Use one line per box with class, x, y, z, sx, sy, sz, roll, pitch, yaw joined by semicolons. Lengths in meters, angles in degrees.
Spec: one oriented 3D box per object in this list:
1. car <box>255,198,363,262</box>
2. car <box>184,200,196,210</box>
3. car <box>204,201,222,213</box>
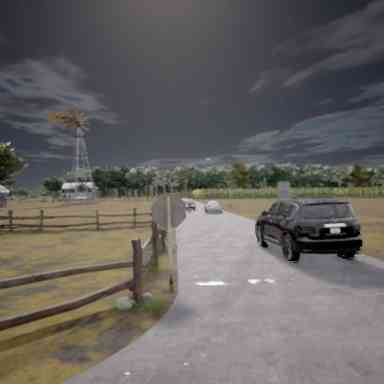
car;4.037;1.254;12.486;2.150;2.045;5.566;-2;0;-4
car;-0.521;1.958;48.827;2.033;1.411;5.357;-2;0;-3
car;2.571;1.807;42.122;1.812;1.442;4.674;-2;0;-3
